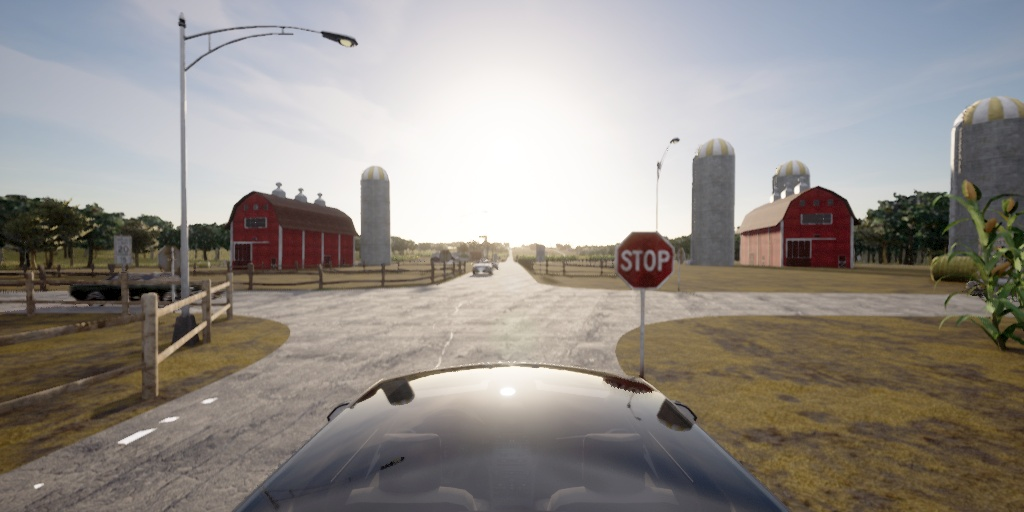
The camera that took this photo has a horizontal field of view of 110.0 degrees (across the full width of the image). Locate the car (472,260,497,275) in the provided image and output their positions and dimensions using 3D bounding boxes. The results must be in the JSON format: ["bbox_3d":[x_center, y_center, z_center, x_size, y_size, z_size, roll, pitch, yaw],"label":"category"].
[{"bbox_3d":[-2.914,1.116,36.253,2.128,1.511,4.902,0,0,0],"label":"car"}]

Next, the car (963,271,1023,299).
[{"bbox_3d":[24.568,1.408,17.169,4.181,1.385,1.994,1,1,0],"label":"car"}]

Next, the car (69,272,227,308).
[{"bbox_3d":[-14.352,1.300,14.390,4.718,1.301,1.895,0,1,0],"label":"car"}]

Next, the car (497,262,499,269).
[{"bbox_3d":[-2.934,1.220,51.468,1.895,1.301,4.718,0,0,0],"label":"car"}]
